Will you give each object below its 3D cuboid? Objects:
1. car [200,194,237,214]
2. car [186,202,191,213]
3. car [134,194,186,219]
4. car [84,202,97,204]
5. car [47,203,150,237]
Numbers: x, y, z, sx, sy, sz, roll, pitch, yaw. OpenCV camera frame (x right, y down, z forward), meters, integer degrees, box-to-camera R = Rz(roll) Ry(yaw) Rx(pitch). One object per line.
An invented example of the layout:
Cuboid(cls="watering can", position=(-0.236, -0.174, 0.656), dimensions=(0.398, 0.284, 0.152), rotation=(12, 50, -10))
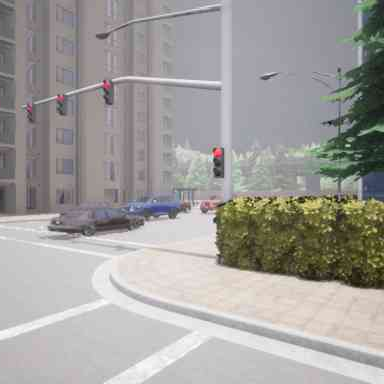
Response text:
Cuboid(cls="car", position=(3.091, 1.221, 35.573), dimensions=(2.150, 2.045, 5.566), rotation=(0, 0, 36))
Cuboid(cls="car", position=(-2.071, 1.477, 34.462), dimensions=(1.882, 1.535, 5.008), rotation=(0, 0, 36))
Cuboid(cls="car", position=(-3.254, 1.221, 26.939), dimensions=(2.150, 2.045, 5.566), rotation=(0, 0, 36))
Cuboid(cls="car", position=(-7.875, 1.546, 26.554), dimensions=(2.033, 1.411, 5.357), rotation=(0, 0, 36))
Cuboid(cls="car", position=(-5.044, 1.547, 18.198), dimensions=(2.033, 1.411, 5.357), rotation=(0, 0, 37))
